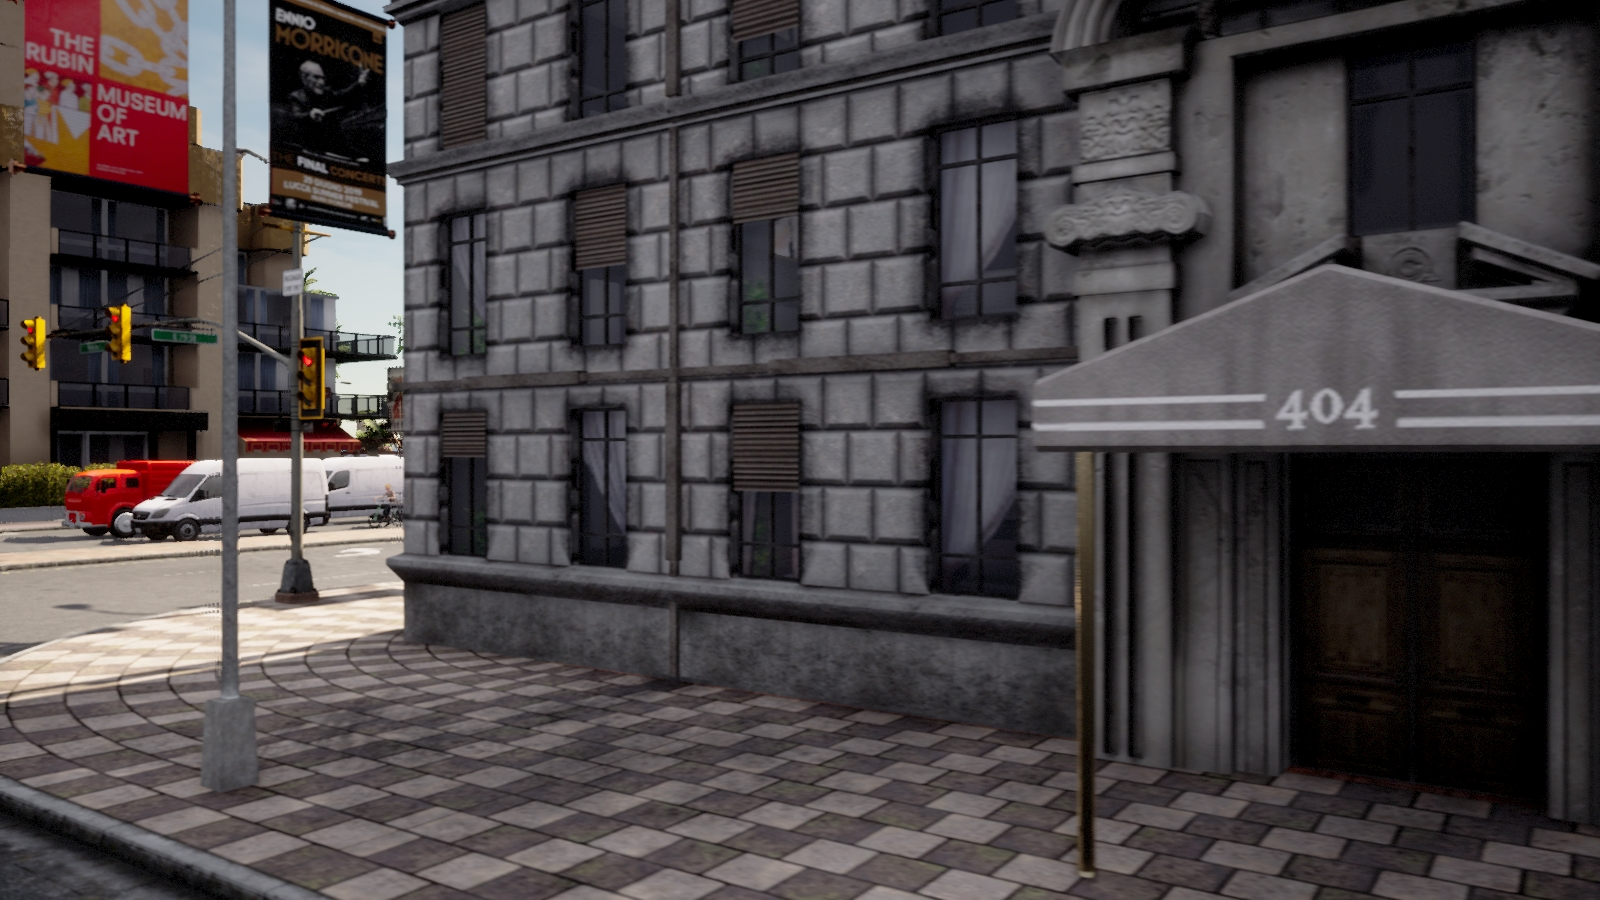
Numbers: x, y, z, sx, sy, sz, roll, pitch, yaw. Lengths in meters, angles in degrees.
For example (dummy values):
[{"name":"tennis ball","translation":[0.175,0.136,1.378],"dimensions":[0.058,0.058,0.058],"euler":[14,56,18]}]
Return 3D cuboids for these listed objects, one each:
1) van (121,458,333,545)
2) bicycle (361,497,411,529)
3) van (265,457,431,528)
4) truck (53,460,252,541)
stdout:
[{"name":"van","translation":[-18.378,1.561,36.997],"dimensions":[1.988,2.561,5.915],"euler":[0,0,34]},{"name":"bicycle","translation":[-15.123,2.283,41.759],"dimensions":[0.859,1.080,1.487],"euler":[0,0,34]},{"name":"van","translation":[-17.451,1.564,44.465],"dimensions":[1.988,2.561,5.915],"euler":[0,0,35]},{"name":"truck","translation":[-21.653,1.598,38.422],"dimensions":[2.627,2.467,5.204],"euler":[0,0,34]}]
